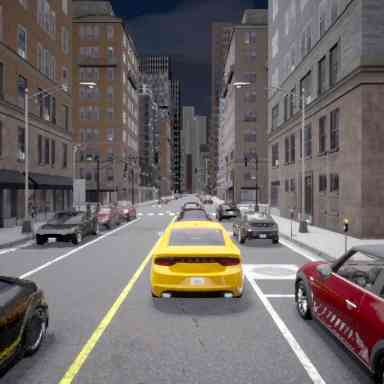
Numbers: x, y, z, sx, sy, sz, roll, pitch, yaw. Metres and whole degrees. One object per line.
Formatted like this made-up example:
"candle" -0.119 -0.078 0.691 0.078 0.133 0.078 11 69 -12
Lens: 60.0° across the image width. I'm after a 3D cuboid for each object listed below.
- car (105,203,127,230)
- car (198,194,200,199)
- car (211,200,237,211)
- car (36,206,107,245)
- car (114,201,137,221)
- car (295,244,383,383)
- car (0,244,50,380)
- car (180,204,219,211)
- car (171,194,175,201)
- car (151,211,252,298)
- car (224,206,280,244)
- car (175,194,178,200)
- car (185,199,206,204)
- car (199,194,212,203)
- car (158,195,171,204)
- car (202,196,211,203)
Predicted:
"car" -5.655 1.584 21.132 1.802 1.307 4.206 0 0 0
"car" 2.962 1.616 74.535 2.008 1.369 4.403 0 0 0
"car" 2.875 1.569 26.627 1.947 1.339 4.313 0 0 0
"car" -5.658 1.567 15.630 1.947 1.339 4.313 0 0 0
"car" -5.651 1.443 26.633 1.967 1.590 4.097 0 0 0
"car" 2.859 1.440 4.621 1.967 1.590 4.097 0 0 0
"car" -3.096 1.564 3.225 1.994 1.385 4.181 0 0 0
"car" 0.119 1.565 17.545 1.994 1.385 4.181 0 0 0
"car" -5.562 1.616 74.553 2.008 1.369 4.403 0 0 0
"car" 0.100 1.478 8.552 1.882 1.535 5.008 0 0 0
"car" 2.867 1.552 15.624 2.008 1.369 4.403 0 0 0
"car" -5.523 1.637 90.608 1.752 1.417 4.829 0 0 0
"car" 0.019 1.529 26.356 1.812 1.442 4.674 0 0 2
"car" 2.934 1.484 63.717 1.967 1.590 4.097 0 0 0
"car" -5.590 1.625 63.736 1.802 1.307 4.206 0 0 0
"car" 2.949 1.579 69.296 1.752 1.417 4.829 0 0 0
